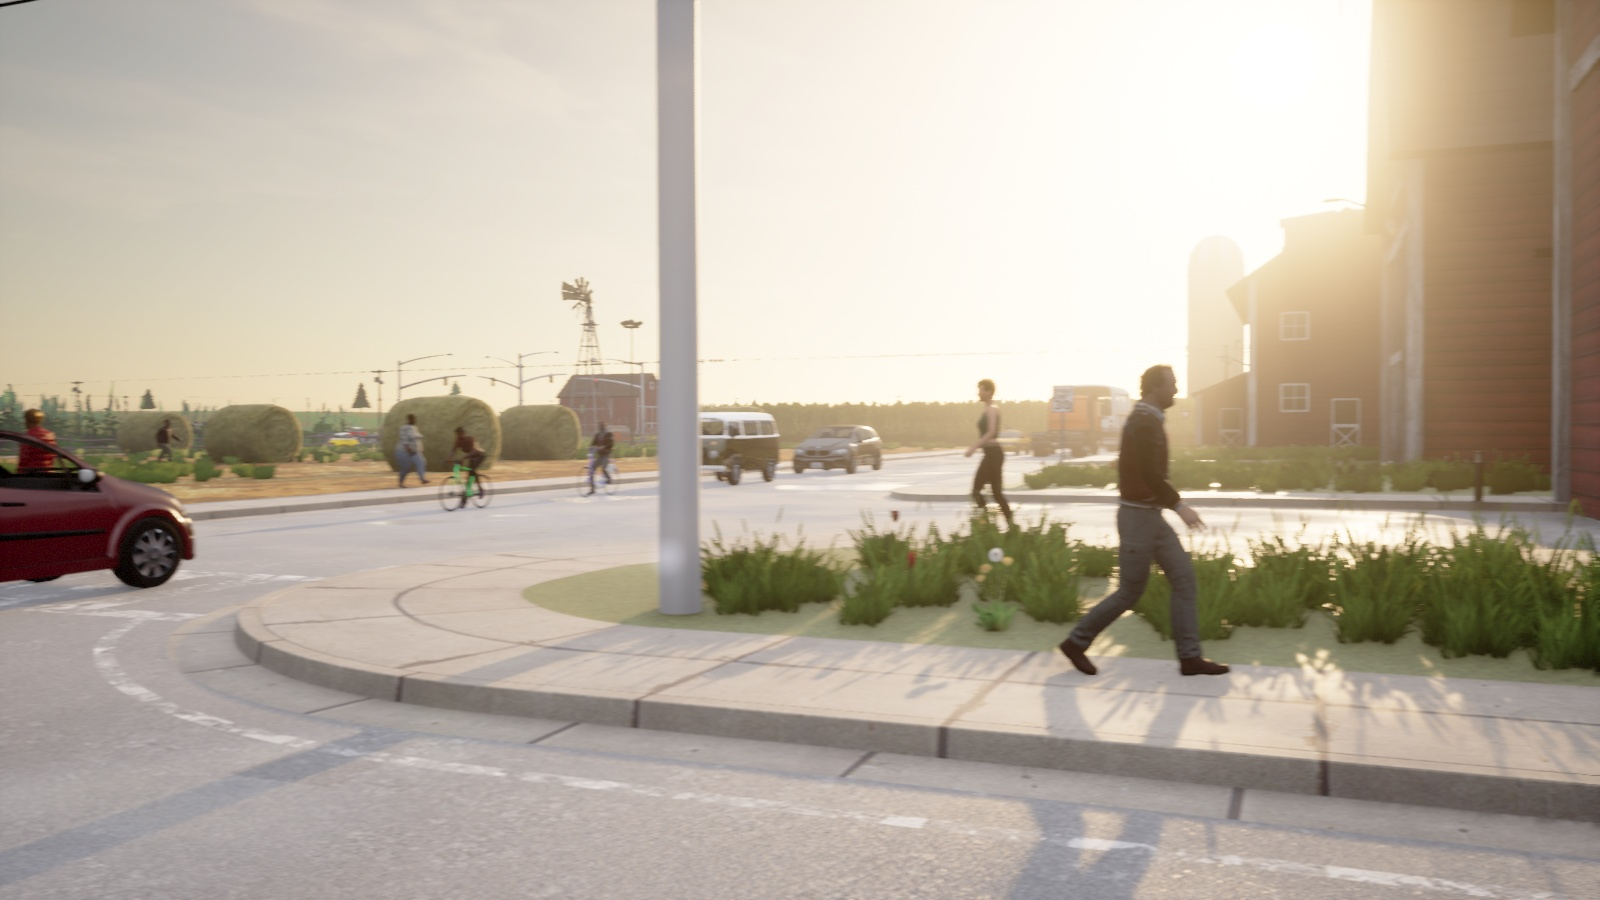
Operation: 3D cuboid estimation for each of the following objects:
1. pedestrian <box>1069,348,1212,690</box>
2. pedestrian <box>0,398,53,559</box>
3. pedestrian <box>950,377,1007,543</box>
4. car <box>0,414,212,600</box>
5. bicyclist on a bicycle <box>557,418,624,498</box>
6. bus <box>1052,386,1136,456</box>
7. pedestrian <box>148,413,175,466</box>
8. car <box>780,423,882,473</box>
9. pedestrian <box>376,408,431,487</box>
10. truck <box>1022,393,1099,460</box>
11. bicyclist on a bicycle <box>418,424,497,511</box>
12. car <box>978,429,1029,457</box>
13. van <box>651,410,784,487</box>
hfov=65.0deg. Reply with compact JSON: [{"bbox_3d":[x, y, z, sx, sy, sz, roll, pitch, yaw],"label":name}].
[{"bbox_3d":[1.931,0.369,7.122,0.720,1.854,0.376,1,1,24],"label":"pedestrian"},{"bbox_3d":[-9.133,0.324,14.684,0.636,1.846,0.331,1,1,18],"label":"pedestrian"},{"bbox_3d":[1.998,0.110,14.069,0.594,1.836,0.345,0,1,3],"label":"pedestrian"},{"bbox_3d":[-7.704,0.480,11.541,1.851,1.617,3.988,1,1,21],"label":"car"},{"bbox_3d":[-4.802,0.170,28.886,0.659,1.776,1.843,1,1,21],"label":"bicyclist on a bicycle"},{"bbox_3d":[19.374,-1.882,82.126,3.944,4.253,10.273,1,1,21],"label":"bus"},{"bbox_3d":[-22.408,-0.364,44.064,0.703,1.840,0.431,0,1,5],"label":"pedestrian"},{"bbox_3d":[1.173,-0.108,44.485,2.242,1.667,4.611,0,1,21],"label":"car"},{"bbox_3d":[-9.479,-0.074,30.037,0.900,1.855,0.874,1,1,29],"label":"pedestrian"},{"bbox_3d":[14.503,-1.294,69.432,2.891,3.462,7.936,1,1,21],"label":"truck"},{"bbox_3d":[-6.584,0.316,24.244,0.582,1.620,1.656,0,1,21],"label":"bicyclist on a bicycle"},{"bbox_3d":[11.725,-0.424,71.991,1.801,1.575,5.366,1,1,21],"label":"car"},{"bbox_3d":[-2.254,-0.079,35.529,2.069,2.038,4.480,1,1,21],"label":"van"}]
